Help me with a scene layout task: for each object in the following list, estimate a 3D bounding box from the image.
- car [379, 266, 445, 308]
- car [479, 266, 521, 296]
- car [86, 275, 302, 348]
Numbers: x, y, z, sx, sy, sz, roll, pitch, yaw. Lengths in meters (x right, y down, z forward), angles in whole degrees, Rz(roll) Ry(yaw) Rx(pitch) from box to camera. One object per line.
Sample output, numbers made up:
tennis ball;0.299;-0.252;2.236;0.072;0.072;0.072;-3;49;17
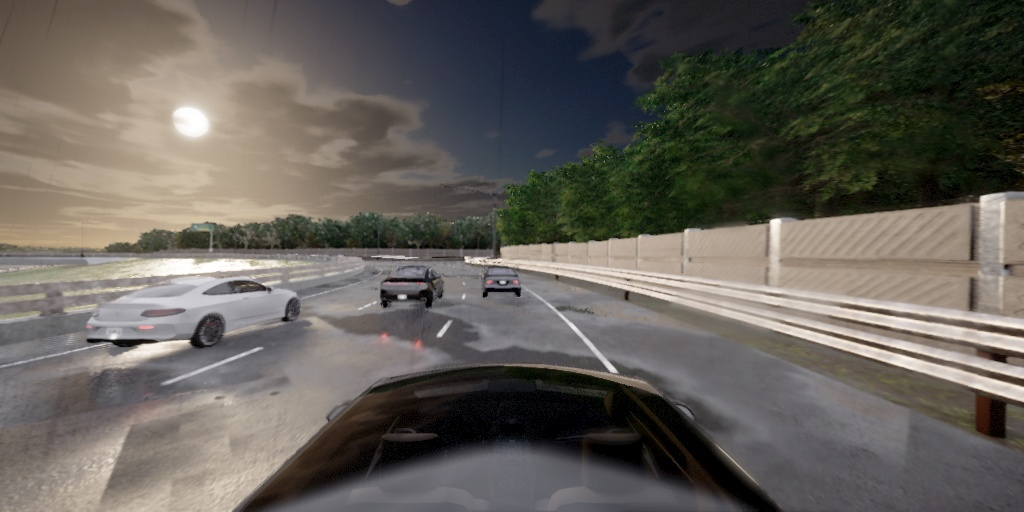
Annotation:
car;-3.874;1.146;14.458;2.128;1.511;4.902;1;0;-5
car;-0.683;1.209;18.406;2.033;1.411;5.357;1;0;-6
car;-7.168;1.181;8.747;1.812;1.442;4.674;1;0;-1
